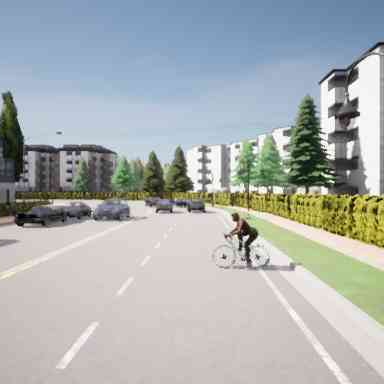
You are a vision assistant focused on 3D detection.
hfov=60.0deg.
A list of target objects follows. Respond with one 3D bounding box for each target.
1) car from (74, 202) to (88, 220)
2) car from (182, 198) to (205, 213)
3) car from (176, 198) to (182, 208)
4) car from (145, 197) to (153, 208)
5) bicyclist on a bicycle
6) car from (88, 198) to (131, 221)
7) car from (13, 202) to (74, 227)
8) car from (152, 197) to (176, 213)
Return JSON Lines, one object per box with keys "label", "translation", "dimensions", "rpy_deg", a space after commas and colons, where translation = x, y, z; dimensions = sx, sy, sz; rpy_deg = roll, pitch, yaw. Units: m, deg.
{"label": "car", "translation": [-9.807, 1.546, 27.885], "dimensions": [1.994, 1.385, 4.181], "rpy_deg": [0, 0, 1]}
{"label": "car", "translation": [0.370, 1.465, 37.224], "dimensions": [2.128, 1.511, 4.902], "rpy_deg": [0, 0, -4]}
{"label": "car", "translation": [-1.959, 1.567, 48.838], "dimensions": [1.895, 1.301, 4.718], "rpy_deg": [0, 0, -19]}
{"label": "car", "translation": [-5.612, 1.458, 48.574], "dimensions": [2.128, 1.511, 4.902], "rpy_deg": [0, 0, -20]}
{"label": "bicyclist on a bicycle", "translation": [1.414, 1.421, 9.621], "dimensions": [1.656, 1.620, 0.582], "rpy_deg": [0, 0, 2]}
{"label": "car", "translation": [-6.354, 1.332, 26.701], "dimensions": [2.097, 1.767, 4.553], "rpy_deg": [0, 0, 2]}
{"label": "car", "translation": [-10.067, 1.584, 22.672], "dimensions": [1.895, 1.301, 4.718], "rpy_deg": [0, 0, 1]}
{"label": "car", "translation": [-3.058, 1.522, 36.686], "dimensions": [2.033, 1.411, 5.357], "rpy_deg": [0, 0, -4]}
